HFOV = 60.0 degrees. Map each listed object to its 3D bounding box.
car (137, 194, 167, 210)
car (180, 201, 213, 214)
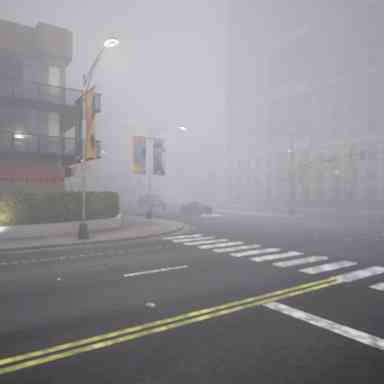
[{"bbox_3d":[-5.517,1.340,45.140,2.150,2.045,5.566,0,0,-35],"label":"car"},{"bbox_3d":[0.426,1.683,36.508,1.994,1.385,4.181,0,0,-35],"label":"car"}]
